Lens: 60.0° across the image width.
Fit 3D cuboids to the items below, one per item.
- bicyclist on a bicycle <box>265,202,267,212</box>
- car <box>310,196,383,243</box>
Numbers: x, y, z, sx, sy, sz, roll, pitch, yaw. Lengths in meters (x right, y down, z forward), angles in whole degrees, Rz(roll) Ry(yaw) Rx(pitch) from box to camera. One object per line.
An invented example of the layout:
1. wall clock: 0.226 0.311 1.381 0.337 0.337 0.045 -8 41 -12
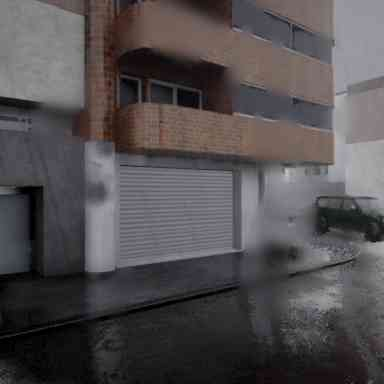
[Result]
1. bicyclist on a bicycle: 7.223 1.344 34.564 1.656 1.620 0.582 0 0 -36
2. car: 8.284 1.220 16.584 2.150 2.045 5.566 1 0 -18
